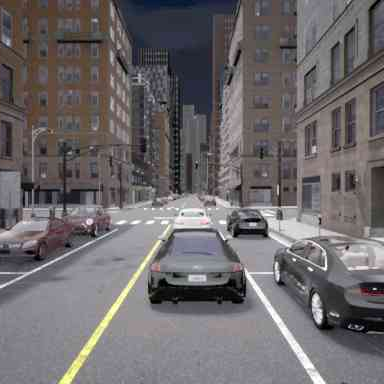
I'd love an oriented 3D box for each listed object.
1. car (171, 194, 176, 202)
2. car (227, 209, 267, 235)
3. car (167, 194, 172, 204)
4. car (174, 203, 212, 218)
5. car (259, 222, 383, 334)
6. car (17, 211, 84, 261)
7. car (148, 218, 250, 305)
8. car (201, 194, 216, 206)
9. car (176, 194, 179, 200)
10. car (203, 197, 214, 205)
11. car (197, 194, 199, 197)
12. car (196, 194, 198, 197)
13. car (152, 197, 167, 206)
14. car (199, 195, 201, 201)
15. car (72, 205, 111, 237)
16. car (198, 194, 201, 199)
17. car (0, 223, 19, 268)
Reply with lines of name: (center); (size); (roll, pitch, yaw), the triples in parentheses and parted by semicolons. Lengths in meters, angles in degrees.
car: (-5.510, 1.621, 81.686); (1.752, 1.417, 4.829); (0, 0, 0)
car: (2.872, 1.566, 17.702); (1.947, 1.339, 4.313); (0, 0, 0)
car: (-5.554, 1.603, 65.630); (2.008, 1.369, 4.403); (0, 0, 0)
car: (0.050, 1.525, 16.925); (1.812, 1.442, 4.674); (0, 0, 1)
car: (2.861, 1.550, 6.700); (2.008, 1.369, 4.403); (0, 0, 0)
car: (-5.659, 1.581, 12.209); (1.802, 1.307, 4.206); (0, 0, 0)
car: (0.090, 1.563, 8.166); (1.994, 1.385, 4.181); (0, 0, 0)
car: (2.940, 1.473, 54.793); (1.967, 1.590, 4.097); (0, 0, 0)
car: (-5.481, 1.451, 92.674); (2.192, 1.841, 5.009); (0, 0, 0)
car: (2.956, 1.567, 60.372); (1.752, 1.417, 4.829); (0, 0, 0)
car: (3.029, 1.556, 87.246); (1.967, 1.590, 4.097); (0, 0, 0)
car: (3.043, 1.452, 92.656); (2.192, 1.841, 5.009); (0, 0, 0)
car: (-5.584, 1.615, 54.814); (1.802, 1.307, 4.206); (0, 0, 0)
car: (2.971, 1.603, 65.610); (2.008, 1.369, 4.403); (0, 0, 0)
car: (-5.654, 1.440, 17.711); (1.967, 1.590, 4.097); (0, 0, 0)
car: (2.999, 1.520, 76.428); (1.967, 1.590, 4.097); (0, 0, 0)
car: (-5.664, 1.565, 6.708); (1.947, 1.339, 4.313); (0, 0, 0)
